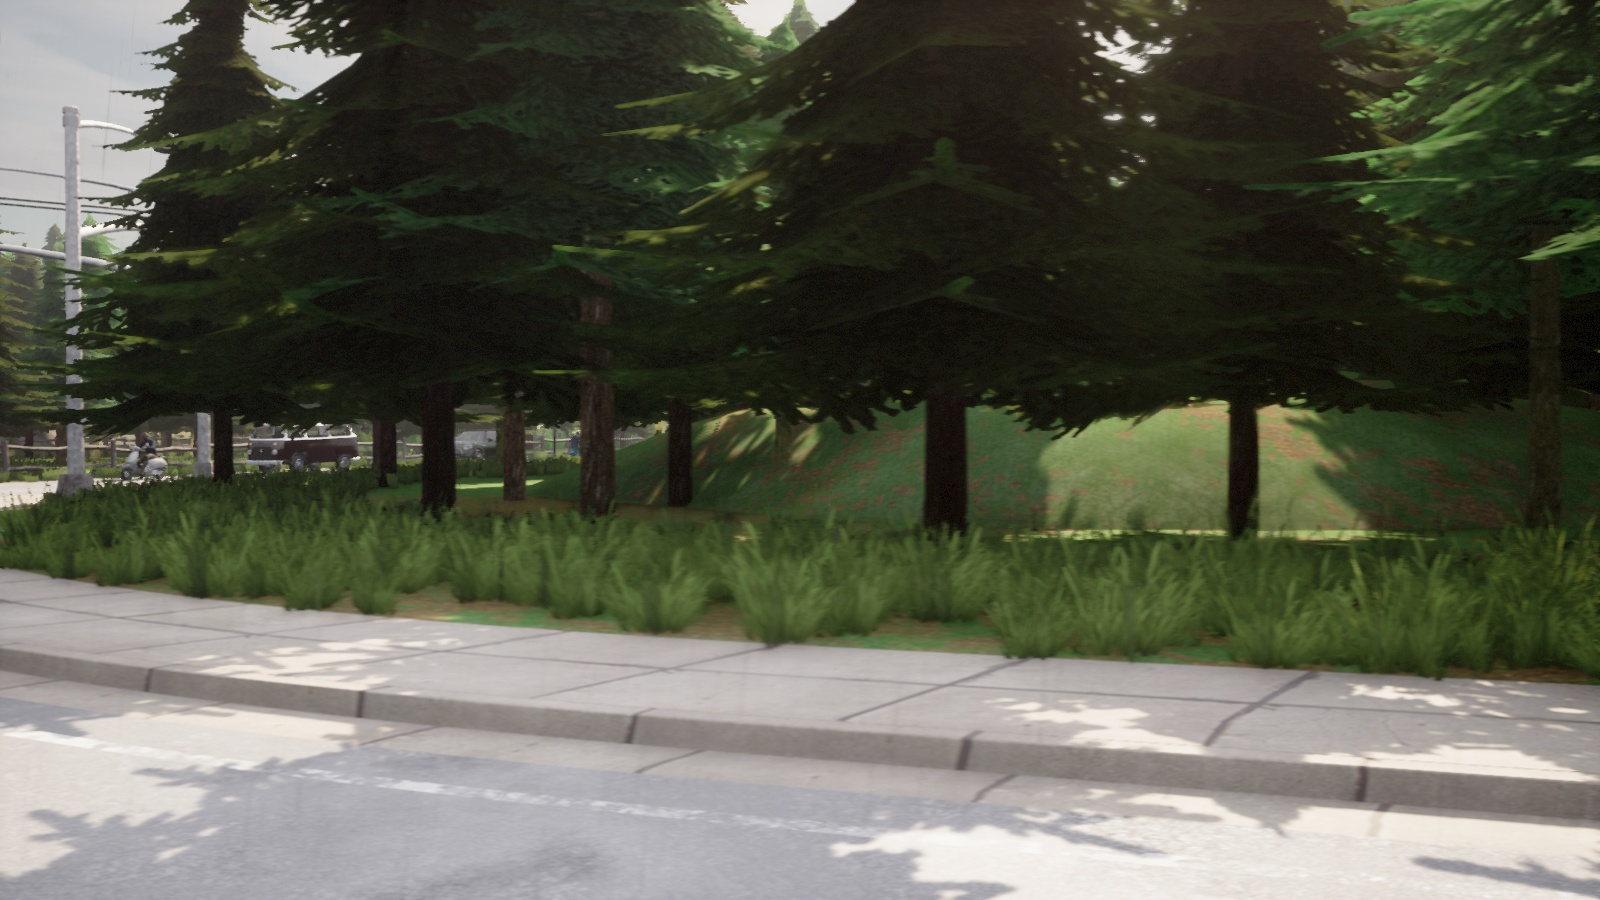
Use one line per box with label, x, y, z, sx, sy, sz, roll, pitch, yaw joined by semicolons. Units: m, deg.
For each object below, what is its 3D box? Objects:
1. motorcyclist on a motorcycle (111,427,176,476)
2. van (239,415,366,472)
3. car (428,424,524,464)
motorcyclist on a motorcycle;-21.882;0.036;41.908;0.866;1.590;1.817;1;1;20
van;-19.219;-0.301;48.728;2.069;2.038;4.480;1;2;22
car;-15.158;-0.302;58.976;2.097;1.767;4.553;1;1;22
